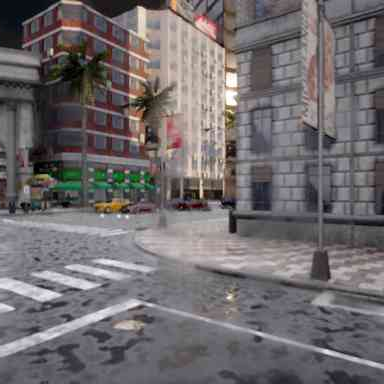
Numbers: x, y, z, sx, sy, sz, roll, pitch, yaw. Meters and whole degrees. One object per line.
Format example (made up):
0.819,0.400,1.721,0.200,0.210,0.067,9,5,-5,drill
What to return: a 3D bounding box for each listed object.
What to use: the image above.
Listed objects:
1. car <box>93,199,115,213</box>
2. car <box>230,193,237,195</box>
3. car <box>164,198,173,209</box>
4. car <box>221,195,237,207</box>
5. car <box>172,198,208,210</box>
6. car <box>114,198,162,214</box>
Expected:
-8.639,1.477,36.837,1.882,1.535,5.008,0,0,36,car
7.341,1.221,56.150,5.566,2.045,2.150,0,0,-40,car
-2.501,1.546,45.201,2.033,1.411,5.357,0,0,37,car
6.814,1.600,50.877,4.718,1.301,1.895,0,0,-44,car
0.035,1.600,42.694,1.895,1.301,4.718,0,0,37,car
-5.617,1.563,35.036,1.994,1.385,4.181,0,0,36,car
